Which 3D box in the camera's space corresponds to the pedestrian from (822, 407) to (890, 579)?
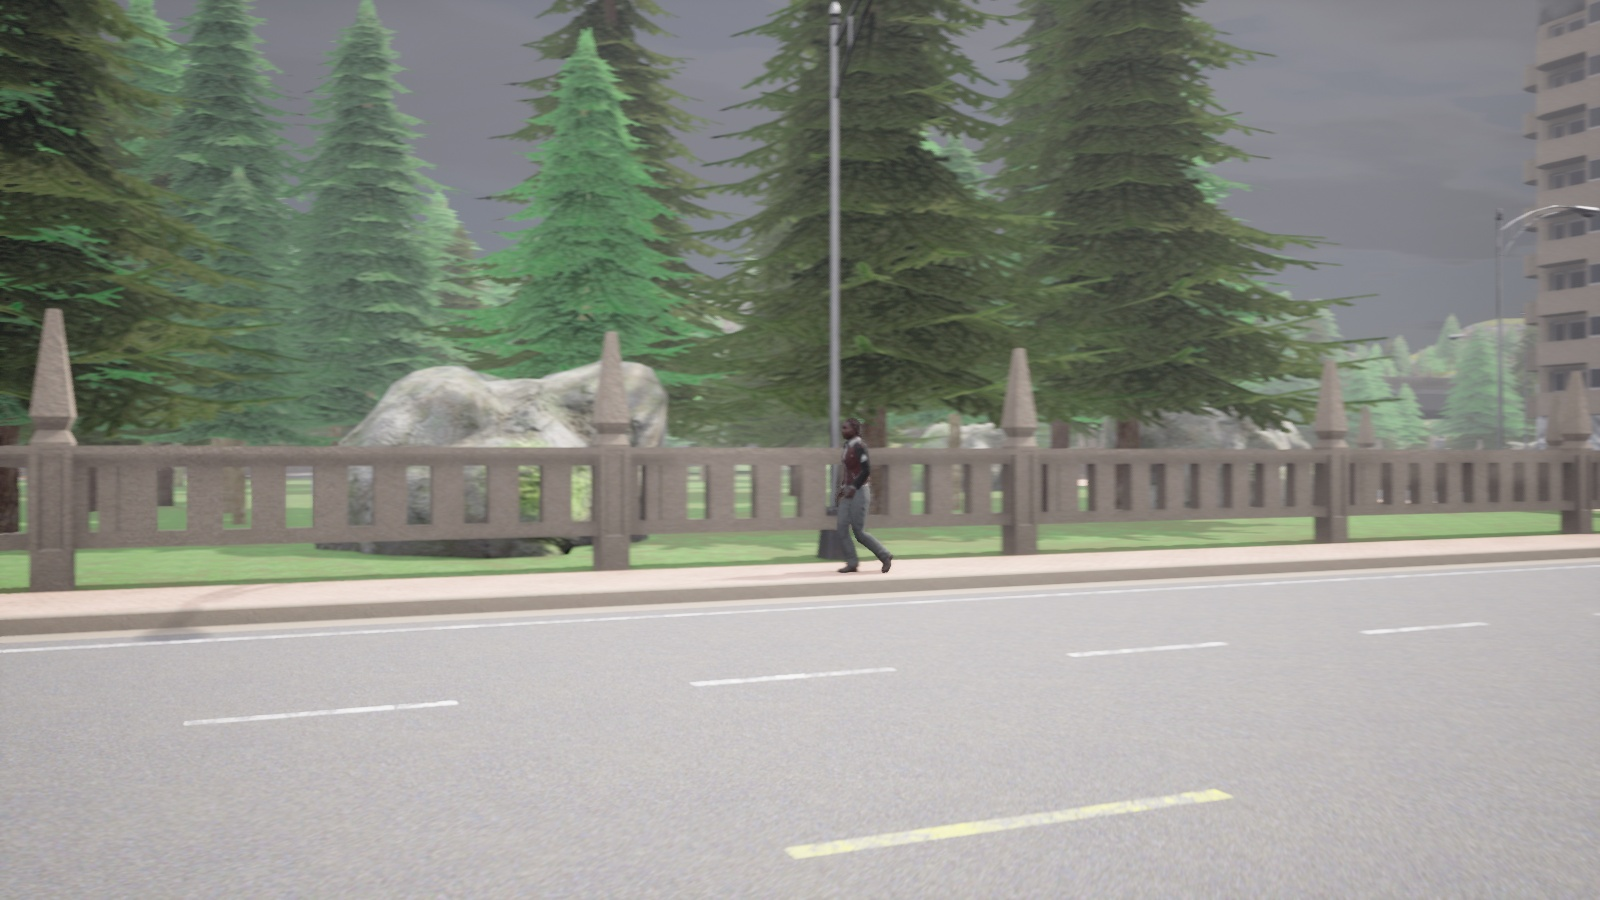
[{"bbox_3d":[0.639,0.485,14.445,0.666,1.930,0.402,0,0,-24],"label":"pedestrian"}]
